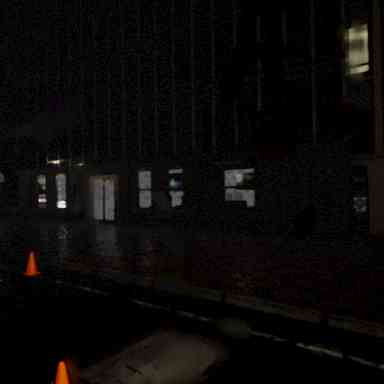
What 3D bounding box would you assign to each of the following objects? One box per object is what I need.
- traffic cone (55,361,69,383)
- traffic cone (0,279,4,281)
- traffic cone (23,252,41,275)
[{"bbox_3d":[-1.272,1.954,3.253,0.340,0.580,0.340,0,0,36],"label":"traffic cone"},{"bbox_3d":[-4.993,1.952,8.367,0.340,0.580,0.340,0,0,36],"label":"traffic cone"},{"bbox_3d":[-4.412,1.953,9.181,0.340,0.580,0.340,0,0,36],"label":"traffic cone"}]
